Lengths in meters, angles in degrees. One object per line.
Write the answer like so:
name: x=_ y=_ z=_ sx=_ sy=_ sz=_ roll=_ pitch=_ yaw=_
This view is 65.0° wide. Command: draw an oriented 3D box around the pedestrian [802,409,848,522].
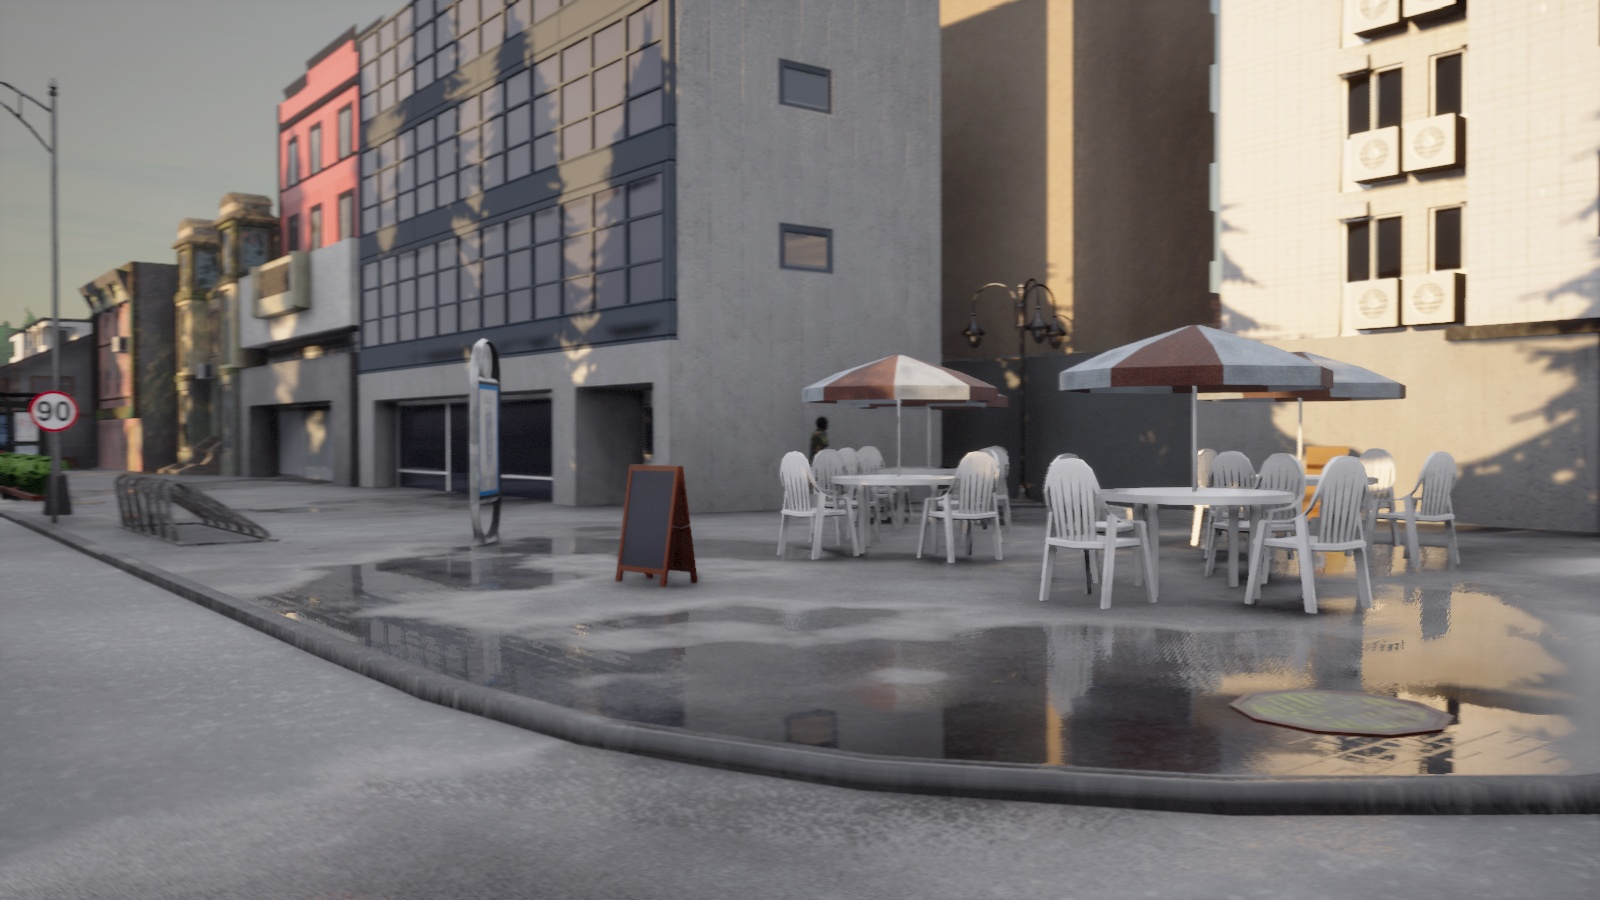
pedestrian: x=0.431 y=0.264 z=21.959 sx=0.692 sy=1.930 sz=0.395 roll=0 pitch=1 yaw=-31
